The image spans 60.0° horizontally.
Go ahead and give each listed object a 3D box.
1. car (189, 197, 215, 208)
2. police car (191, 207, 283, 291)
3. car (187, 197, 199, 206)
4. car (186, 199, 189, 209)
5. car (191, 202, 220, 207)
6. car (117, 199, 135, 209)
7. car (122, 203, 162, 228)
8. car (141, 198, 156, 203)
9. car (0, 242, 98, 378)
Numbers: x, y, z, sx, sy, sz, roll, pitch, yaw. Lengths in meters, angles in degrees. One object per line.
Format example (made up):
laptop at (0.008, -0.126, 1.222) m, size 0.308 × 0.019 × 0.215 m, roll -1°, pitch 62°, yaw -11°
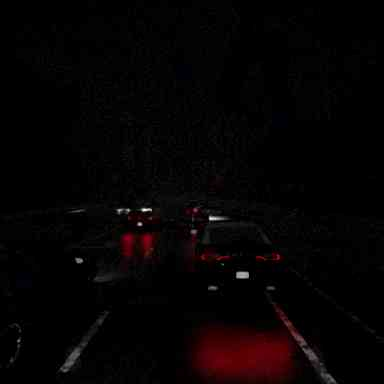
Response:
car at (1.038, 1.379, 24.974) m, size 2.097 × 1.767 × 4.553 m, roll 0°, pitch 0°, yaw 0°
police car at (1.000, 1.425, 9.111) m, size 1.930 × 1.638 × 5.238 m, roll 0°, pitch 0°, yaw 0°
car at (0.151, 1.704, 60.852) m, size 2.128 × 1.511 × 4.902 m, roll 0°, pitch 0°, yaw 0°
car at (0.147, 1.663, 46.625) m, size 1.812 × 1.442 × 4.674 m, roll 0°, pitch 0°, yaw 1°
car at (1.025, 1.534, 19.002) m, size 1.812 × 1.442 × 4.674 m, roll 0°, pitch 0°, yaw 0°
car at (-9.725, 1.699, 49.383) m, size 2.033 × 1.411 × 5.357 m, roll 0°, pitch 0°, yaw 0°
car at (-3.097, 1.617, 22.031) m, size 1.895 × 1.301 × 4.718 m, roll 0°, pitch 0°, yaw 0°
car at (-6.471, 1.645, 49.971) m, size 2.128 × 1.511 × 4.902 m, roll 0°, pitch 0°, yaw 0°
car at (-3.135, 1.547, 5.444) m, size 2.033 × 1.411 × 5.357 m, roll 0°, pitch 0°, yaw 0°
